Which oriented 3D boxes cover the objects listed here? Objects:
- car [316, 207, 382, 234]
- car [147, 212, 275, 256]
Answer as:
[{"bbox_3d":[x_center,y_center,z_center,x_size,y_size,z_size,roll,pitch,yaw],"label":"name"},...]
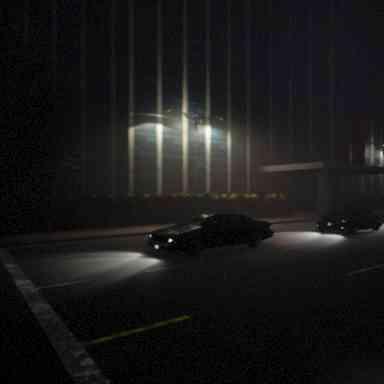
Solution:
[{"bbox_3d":[8.972,1.532,18.972,4.181,1.385,1.994,0,0,-36],"label":"car"},{"bbox_3d":[0.933,1.533,13.239,5.357,1.411,2.033,0,0,-35],"label":"car"}]
